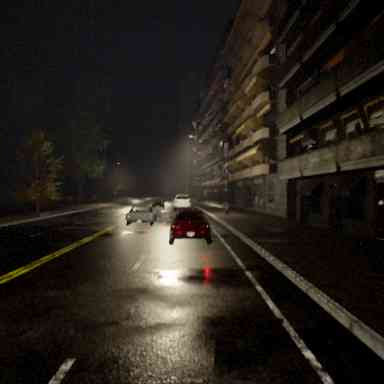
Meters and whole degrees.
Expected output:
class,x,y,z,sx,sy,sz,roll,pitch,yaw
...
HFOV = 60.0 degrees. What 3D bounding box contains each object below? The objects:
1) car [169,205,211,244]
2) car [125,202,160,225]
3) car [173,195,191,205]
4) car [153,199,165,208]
class,x,y,z,sx,sy,sz,roll,pitch,yaw
car,-0.112,1.570,16.087,1.812,1.442,4.674,0,0,-1
car,-3.611,1.675,24.446,1.895,1.301,4.718,0,0,-2
car,-1.302,1.349,43.122,2.150,2.045,5.566,0,0,-4
car,-5.193,1.760,51.799,1.895,1.301,4.718,0,0,-4
